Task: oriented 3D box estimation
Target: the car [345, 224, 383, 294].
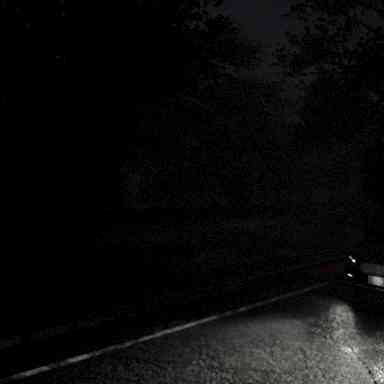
[{"bbox_3d":[5.423,1.205,7.643,4.902,1.511,2.128,-6,3,-36],"label":"car"}]
